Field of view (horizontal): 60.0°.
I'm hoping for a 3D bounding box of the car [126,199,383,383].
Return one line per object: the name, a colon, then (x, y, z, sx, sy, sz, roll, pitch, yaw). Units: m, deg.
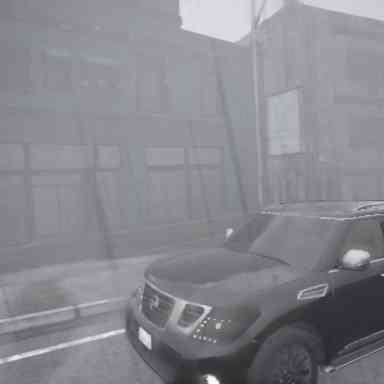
car: (1.892, 1.167, 4.900, 5.566, 2.045, 2.150, 0, 1, -30)
